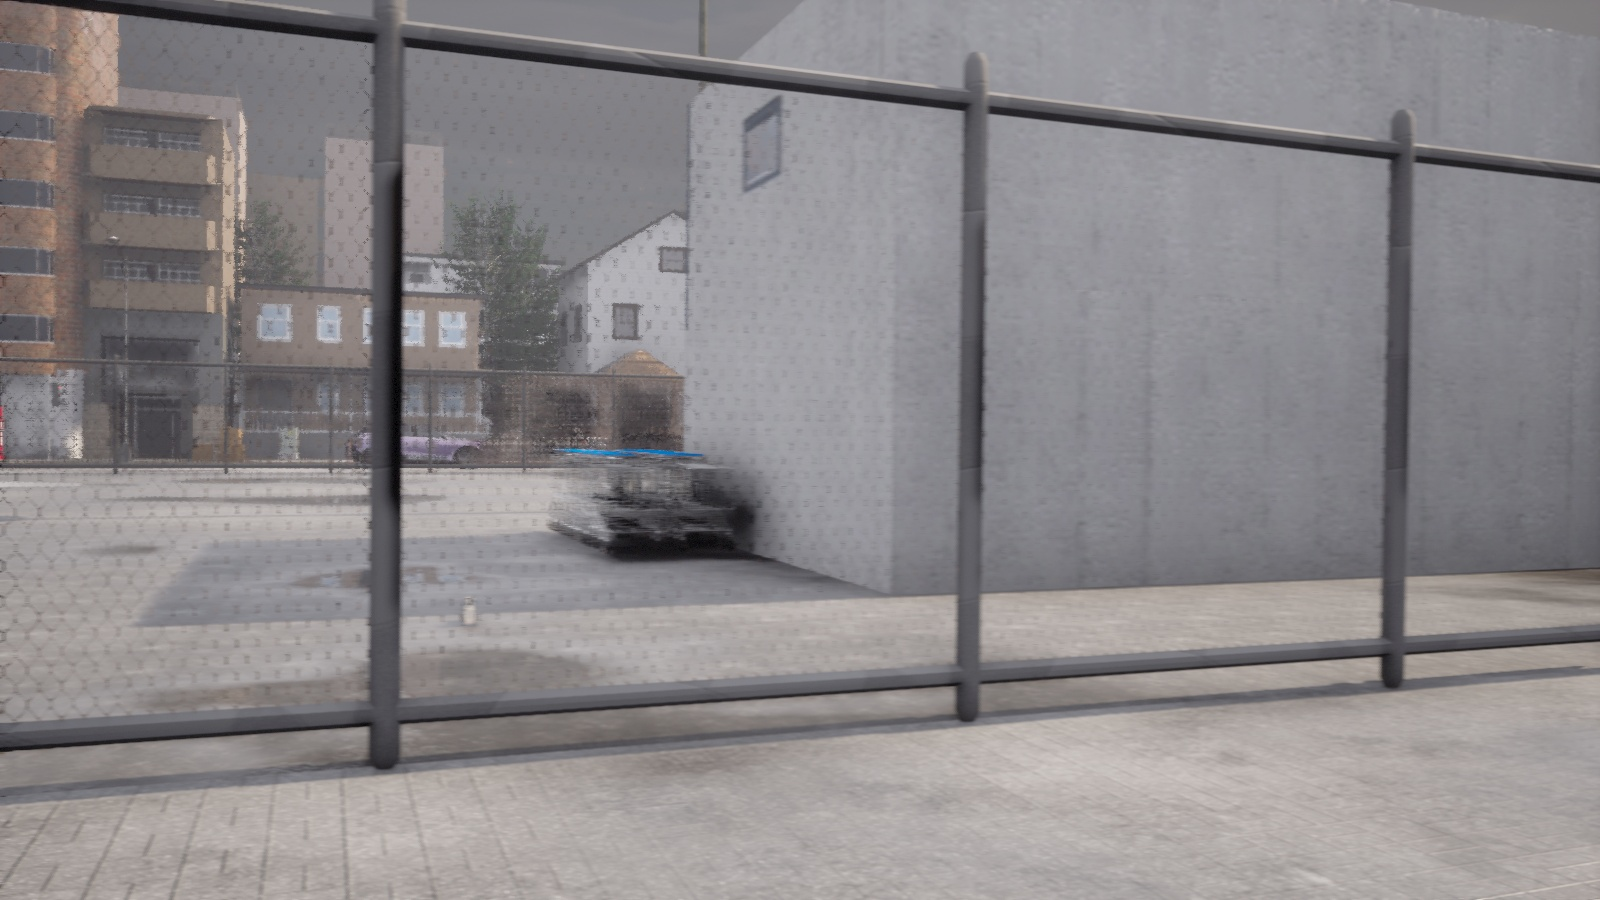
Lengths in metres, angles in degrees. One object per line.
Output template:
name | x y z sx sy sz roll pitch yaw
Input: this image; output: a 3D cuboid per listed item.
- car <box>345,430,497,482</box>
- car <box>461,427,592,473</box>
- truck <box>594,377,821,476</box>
car | -12.991 0.172 43.072 4.856 1.649 2.033 -1 1 -19
car | -10.506 -0.019 48.253 4.611 1.667 2.242 -1 1 -21
truck | -3.459 -0.889 46.717 7.936 3.462 2.891 -1 1 -18
